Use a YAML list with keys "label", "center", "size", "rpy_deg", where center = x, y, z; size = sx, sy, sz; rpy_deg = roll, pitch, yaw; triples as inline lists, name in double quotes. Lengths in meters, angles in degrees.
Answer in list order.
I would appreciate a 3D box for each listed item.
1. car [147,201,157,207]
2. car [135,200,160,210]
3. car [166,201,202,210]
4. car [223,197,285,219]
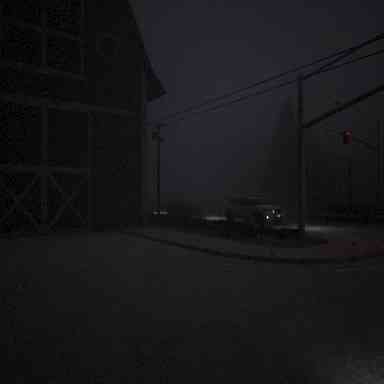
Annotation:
- label: "car"
  center: [-6.566, 1.791, 43.078]
  size: [1.837, 1.490, 4.892]
  rpy_deg: [0, 0, -34]
- label: "car"
  center: [-6.683, 1.924, 49.595]
  size: [1.895, 1.301, 4.718]
  rpy_deg: [0, 0, -34]
- label: "car"
  center: [-0.868, 1.710, 34.760]
  size: [1.882, 1.535, 5.008]
  rpy_deg: [0, 0, -35]
- label: "car"
  center: [4.772, 1.402, 26.533]
  size: [2.150, 2.045, 5.566]
  rpy_deg: [0, 0, -34]
